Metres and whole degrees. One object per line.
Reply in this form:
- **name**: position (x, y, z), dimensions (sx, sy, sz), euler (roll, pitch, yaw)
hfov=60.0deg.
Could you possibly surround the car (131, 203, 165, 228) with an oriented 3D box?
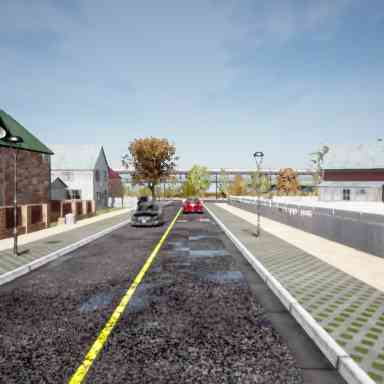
- **car**: position (-2.859, 1.497, 22.293), dimensions (1.837, 1.490, 4.892), euler (0, 0, 0)

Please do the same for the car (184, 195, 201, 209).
- **car**: position (0.072, 1.354, 45.120), dimensions (2.097, 1.767, 4.553), euler (0, 0, 0)

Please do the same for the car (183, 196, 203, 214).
- **car**: position (0.075, 1.346, 35.359), dimensions (2.097, 1.767, 4.553), euler (0, 0, 0)
